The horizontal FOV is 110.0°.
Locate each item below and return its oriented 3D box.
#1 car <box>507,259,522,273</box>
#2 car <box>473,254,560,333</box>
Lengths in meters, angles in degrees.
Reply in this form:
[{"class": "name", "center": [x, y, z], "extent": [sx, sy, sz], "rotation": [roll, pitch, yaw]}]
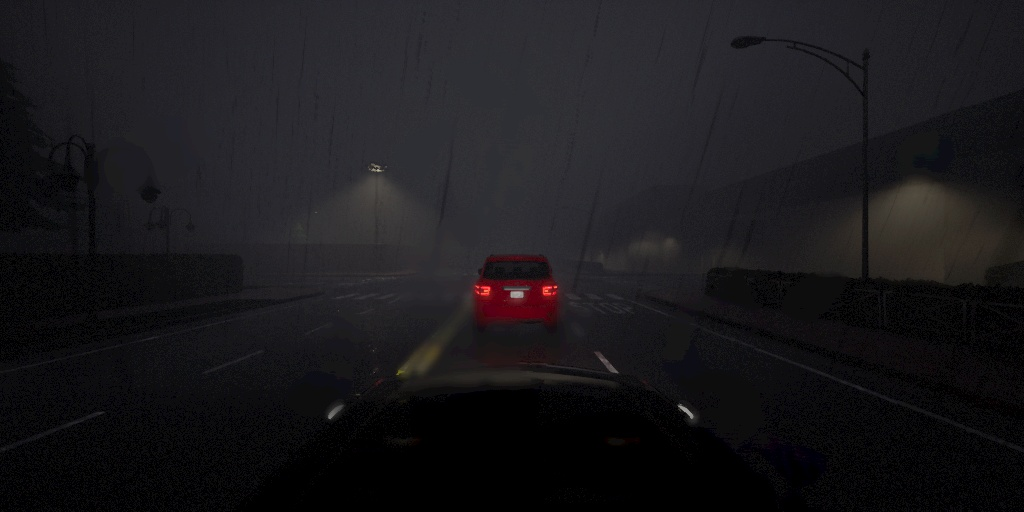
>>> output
[{"class": "car", "center": [0.348, 1.228, 45.570], "extent": [1.882, 1.535, 5.008], "rotation": [0, 0, 1]}, {"class": "car", "center": [0.120, 0.971, 10.841], "extent": [2.150, 2.045, 5.566], "rotation": [0, 0, 0]}]
